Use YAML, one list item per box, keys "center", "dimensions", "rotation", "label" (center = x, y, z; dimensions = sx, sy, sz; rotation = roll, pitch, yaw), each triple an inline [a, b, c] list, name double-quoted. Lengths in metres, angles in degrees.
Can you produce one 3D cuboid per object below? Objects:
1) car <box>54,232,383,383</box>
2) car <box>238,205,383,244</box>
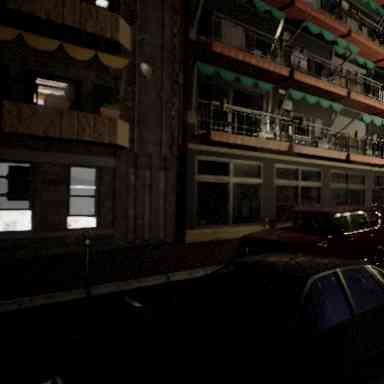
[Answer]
- center: [1.225, 1.551, 4.252]
  dimensions: [5.357, 1.411, 2.033]
  rotation: [0, 0, -36]
  label: "car"
- center: [3.444, 1.325, 8.994]
  dimensions: [5.009, 1.841, 2.192]
  rotation: [0, 1, -35]
  label: "car"
